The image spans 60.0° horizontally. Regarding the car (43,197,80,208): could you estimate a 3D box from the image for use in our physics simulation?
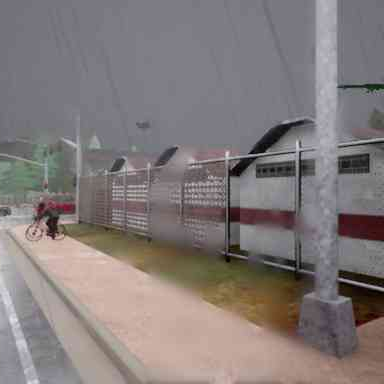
[{"bbox_3d":[-19.611,1.579,50.024,4.892,1.490,1.837,0,0,-35],"label":"car"}]

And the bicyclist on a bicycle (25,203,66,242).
[{"bbox_3d":[-6.290,1.323,14.326,1.656,1.620,0.582,0,0,-15],"label":"bicyclist on a bicycle"}]

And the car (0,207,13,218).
[{"bbox_3d":[-18.213,1.613,29.397,4.181,1.385,1.994,0,0,-35],"label":"car"}]

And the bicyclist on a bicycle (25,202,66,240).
[{"bbox_3d":[-6.809,1.325,15.544,1.656,1.620,0.582,0,0,-39],"label":"bicyclist on a bicycle"}]

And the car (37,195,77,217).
[{"bbox_3d":[-11.013,1.267,30.163,5.566,2.045,2.150,0,0,-35],"label":"car"}]
